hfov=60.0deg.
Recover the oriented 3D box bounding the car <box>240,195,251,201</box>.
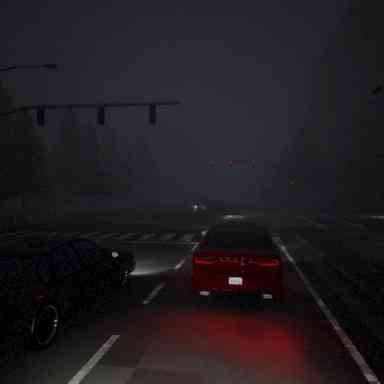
[{"bbox_3d":[13.869,1.477,83.823,1.882,1.535,5.008,0,0,39],"label":"car"}]

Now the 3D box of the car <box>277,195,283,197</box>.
[{"bbox_3d":[25.296,1.477,90.112,5.008,1.535,1.882,0,0,-34],"label":"car"}]

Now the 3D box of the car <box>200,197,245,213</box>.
[{"bbox_3d":[3.039,1.555,34.143,1.812,1.442,4.674,0,0,-29],"label":"car"}]

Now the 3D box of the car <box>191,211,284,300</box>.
[{"bbox_3d":[1.196,1.478,8.539,1.882,1.535,5.008,0,0,9],"label":"car"}]

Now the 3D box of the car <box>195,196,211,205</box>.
[{"bbox_3d":[1.619,1.526,56.745,1.812,1.442,4.674,0,0,9],"label":"car"}]

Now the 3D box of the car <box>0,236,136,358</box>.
[{"bbox_3d":[-2.729,1.547,6.226,2.033,1.411,5.357,0,0,10],"label":"car"}]

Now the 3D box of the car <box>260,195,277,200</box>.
[{"bbox_3d":[20.990,1.524,91.265,4.674,1.442,1.812,0,0,-37],"label":"car"}]

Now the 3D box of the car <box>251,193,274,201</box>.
[{"bbox_3d":[17.692,1.225,83.084,2.150,2.045,5.566,0,0,39],"label":"car"}]
